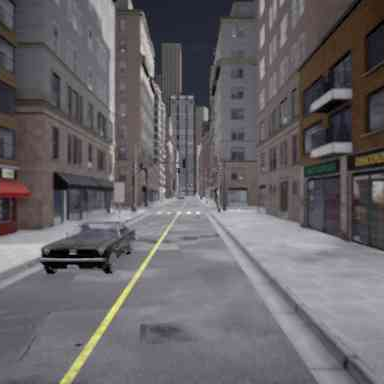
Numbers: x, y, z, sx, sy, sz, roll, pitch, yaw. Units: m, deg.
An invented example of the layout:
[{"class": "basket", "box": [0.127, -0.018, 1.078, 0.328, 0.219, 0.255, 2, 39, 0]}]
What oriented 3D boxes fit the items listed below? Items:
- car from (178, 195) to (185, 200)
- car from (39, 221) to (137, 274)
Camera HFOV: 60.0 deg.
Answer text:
[{"class": "car", "box": [-3.019, 1.457, 93.127, 1.882, 1.535, 5.008, 0, 0, 0]}, {"class": "car", "box": [-3.103, 1.653, 10.873, 1.895, 1.301, 4.718, 0, 0, 0]}]
